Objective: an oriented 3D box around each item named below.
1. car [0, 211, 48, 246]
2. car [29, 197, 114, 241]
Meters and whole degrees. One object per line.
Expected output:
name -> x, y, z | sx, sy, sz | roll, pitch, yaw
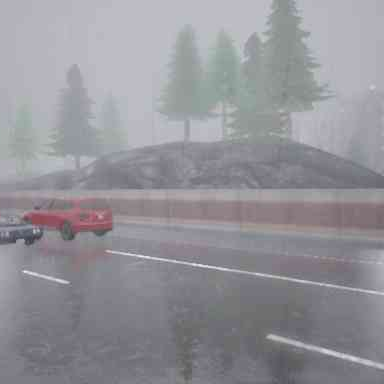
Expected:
car -> -8.451, 1.614, 14.129 | 4.718, 1.301, 1.895 | 0, 0, 35
car -> -6.454, 1.255, 17.004 | 5.566, 2.045, 2.150 | 0, 0, 35
